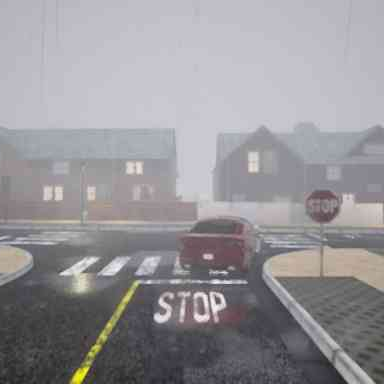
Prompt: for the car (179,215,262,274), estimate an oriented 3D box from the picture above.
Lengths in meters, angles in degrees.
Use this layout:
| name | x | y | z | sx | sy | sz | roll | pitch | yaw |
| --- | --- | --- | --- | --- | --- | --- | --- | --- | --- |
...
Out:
| name | x | y | z | sx | sy | sz | roll | pitch | yaw |
| --- | --- | --- | --- | --- | --- | --- | --- | --- | --- |
| car | 1.084 | 1.490 | 10.794 | 1.882 | 1.535 | 5.008 | 0 | 0 | 16 |
